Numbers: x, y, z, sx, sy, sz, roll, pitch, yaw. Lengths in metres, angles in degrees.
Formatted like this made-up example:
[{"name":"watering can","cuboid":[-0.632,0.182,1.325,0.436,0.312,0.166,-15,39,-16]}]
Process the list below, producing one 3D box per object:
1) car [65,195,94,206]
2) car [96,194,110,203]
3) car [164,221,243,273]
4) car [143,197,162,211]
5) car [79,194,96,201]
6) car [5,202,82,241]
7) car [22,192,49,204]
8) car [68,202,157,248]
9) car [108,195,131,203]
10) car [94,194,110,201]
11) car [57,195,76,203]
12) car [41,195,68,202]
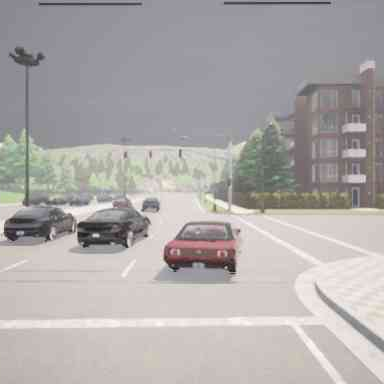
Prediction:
[{"name":"car","cuboid":[-16.448,1.431,48.818,1.895,1.301,4.718,0,0,0]},{"name":"car","cuboid":[-16.468,1.287,63.075,1.837,1.490,4.892,0,0,0]},{"name":"car","cuboid":[0.602,1.563,10.573,1.895,1.301,4.718,0,0,11]},{"name":"car","cuboid":[-4.551,1.373,37.779,1.837,1.490,4.892,0,0,-2]},{"name":"car","cuboid":[-23.495,1.241,74.946,2.128,1.511,4.902,0,0,0]},{"name":"car","cuboid":[-7.176,1.448,16.212,1.837,1.490,4.892,0,0,-2]},{"name":"car","cuboid":[-23.446,1.047,50.289,2.150,2.045,5.566,0,0,0]},{"name":"car","cuboid":[-3.158,1.427,14.531,1.882,1.535,5.008,-1,0,8]},{"name":"car","cuboid":[-8.095,1.391,38.735,1.812,1.442,4.674,0,0,-2]},{"name":"car","cuboid":[-19.992,1.253,73.945,2.128,1.511,4.902,0,0,0]},{"name":"car","cuboid":[-23.465,1.289,62.434,1.837,1.490,4.892,0,0,0]},{"name":"car","cuboid":[-19.947,1.430,49.149,1.895,1.301,4.718,0,0,0]}]
